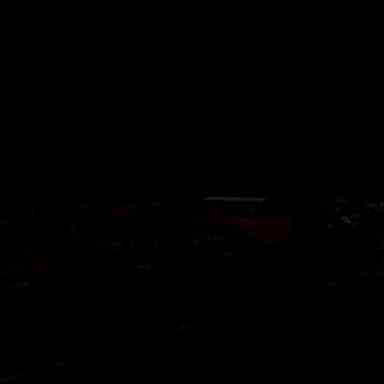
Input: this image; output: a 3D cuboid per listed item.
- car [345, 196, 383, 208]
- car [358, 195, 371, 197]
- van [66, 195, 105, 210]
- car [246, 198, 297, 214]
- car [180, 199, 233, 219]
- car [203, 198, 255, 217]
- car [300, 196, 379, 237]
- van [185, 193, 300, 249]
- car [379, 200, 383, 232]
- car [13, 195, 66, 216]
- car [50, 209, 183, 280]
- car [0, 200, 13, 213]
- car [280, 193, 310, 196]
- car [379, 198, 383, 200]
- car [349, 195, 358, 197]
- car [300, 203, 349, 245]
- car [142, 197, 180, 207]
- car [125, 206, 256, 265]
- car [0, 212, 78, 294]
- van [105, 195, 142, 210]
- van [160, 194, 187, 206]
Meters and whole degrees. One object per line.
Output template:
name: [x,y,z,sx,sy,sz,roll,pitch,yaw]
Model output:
car: [23.653,1.322,45.009,2.097,1.535,5.008,0,0,-35]
car: [19.252,1.353,41.851,2.163,1.488,4.792,0,0,-35]
van: [-7.789,1.214,22.532,1.878,1.987,4.442,-1,0,-35]
car: [7.961,1.357,33.831,2.163,1.488,4.792,0,0,-35]
car: [1.158,1.379,29.068,2.163,1.488,4.792,0,0,-35]
car: [3.310,1.367,30.597,2.163,1.488,4.792,0,0,-35]
car: [6.424,1.244,16.767,2.185,1.767,4.553,0,0,-35]
van: [1.850,1.191,13.622,1.878,1.987,4.442,-1,0,-35]
car: [8.712,1.352,18.347,2.231,1.521,4.892,0,0,-35]
car: [-10.099,1.213,21.000,2.435,2.045,5.566,-1,0,-35]
car: [-2.590,1.496,10.289,2.163,1.488,4.792,-1,0,-35]
car: [-12.357,1.238,19.396,2.435,2.045,5.566,-1,0,-35]
car: [10.186,1.075,35.481,2.435,2.045,5.566,0,0,-35]
car: [10.858,1.335,20.106,1.946,1.575,5.366,0,0,-35]
car: [16.978,1.364,40.269,2.002,1.452,4.674,0,0,-35]
car: [4.166,1.421,15.160,2.163,1.488,4.792,-1,0,-35]
car: [-3.342,1.390,25.841,2.097,1.535,5.008,-1,0,-35]
car: [-0.327,1.471,11.897,2.163,1.488,4.792,-1,0,-35]
car: [-4.853,1.521,8.681,2.163,1.488,4.792,-1,0,-35]
van: [-5.666,1.189,24.326,1.878,1.987,4.442,-1,0,-35]
van: [-1.007,1.142,27.361,1.878,1.987,4.442,0,0,-36]
